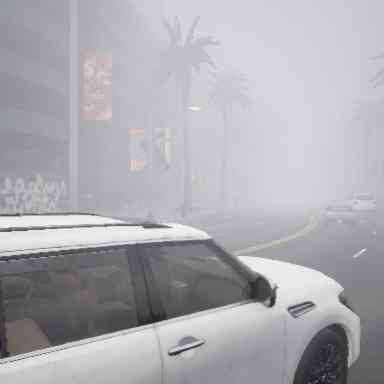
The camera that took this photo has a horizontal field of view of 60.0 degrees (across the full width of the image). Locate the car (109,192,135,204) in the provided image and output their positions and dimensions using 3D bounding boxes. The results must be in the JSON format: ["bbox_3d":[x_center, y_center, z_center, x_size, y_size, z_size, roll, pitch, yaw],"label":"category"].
[{"bbox_3d":[-10.836,0.982,51.444,2.435,2.045,5.566,0,0,16],"label":"car"}]

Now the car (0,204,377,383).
[{"bbox_3d":[-0.748,1.219,2.956,5.566,2.045,2.150,0,0,-37],"label":"car"}]

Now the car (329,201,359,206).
[{"bbox_3d":[10.353,1.590,23.583,1.895,1.301,4.718,0,0,21],"label":"car"}]

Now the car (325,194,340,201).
[{"bbox_3d":[32.877,1.318,77.300,2.185,1.767,4.553,0,0,16],"label":"car"}]

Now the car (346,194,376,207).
[{"bbox_3d":[17.333,1.207,34.325,2.150,2.045,5.566,0,0,16],"label":"car"}]

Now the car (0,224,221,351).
[{"bbox_3d":[-1.611,1.558,6.824,4.181,1.385,1.994,0,0,-39],"label":"car"}]

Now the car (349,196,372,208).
[{"bbox_3d":[24.785,1.461,49.062,2.231,1.521,4.892,0,0,16],"label":"car"}]
